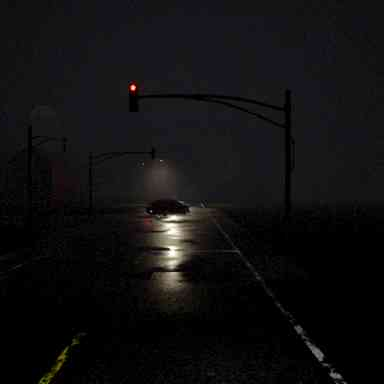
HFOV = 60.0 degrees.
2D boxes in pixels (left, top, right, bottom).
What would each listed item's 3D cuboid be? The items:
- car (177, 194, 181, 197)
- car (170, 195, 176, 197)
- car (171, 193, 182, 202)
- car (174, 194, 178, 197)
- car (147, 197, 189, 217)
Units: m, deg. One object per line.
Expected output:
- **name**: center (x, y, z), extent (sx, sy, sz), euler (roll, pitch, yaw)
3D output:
- **car**: center (-3.564, 1.415, 63.261), extent (1.882, 1.535, 5.008), euler (0, 0, 0)
- **car**: center (-3.596, 1.530, 44.493), extent (1.994, 1.385, 4.181), euler (0, 0, 0)
- **car**: center (-3.511, 1.239, 76.228), extent (2.097, 1.767, 4.553), euler (0, 0, 0)
- **car**: center (-3.587, 1.479, 53.153), extent (1.812, 1.442, 4.674), euler (0, 0, 0)
- **car**: center (-2.204, 1.477, 31.666), extent (1.837, 1.490, 4.892), euler (2, 1, 37)
